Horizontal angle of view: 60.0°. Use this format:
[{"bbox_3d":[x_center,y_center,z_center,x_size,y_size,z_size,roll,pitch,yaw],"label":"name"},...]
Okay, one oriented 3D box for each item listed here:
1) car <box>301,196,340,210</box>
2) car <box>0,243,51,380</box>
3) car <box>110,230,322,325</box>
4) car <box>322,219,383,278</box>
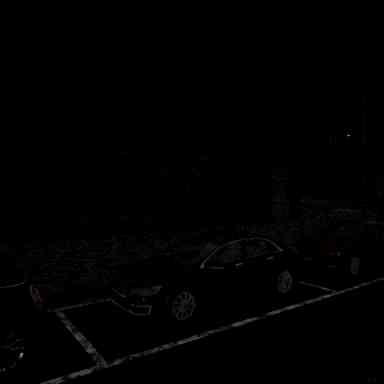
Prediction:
[{"bbox_3d":[13.737,1.125,36.346,1.812,1.442,4.674,0,1,-36],"label":"car"},{"bbox_3d":[-3.960,1.440,3.827,4.097,1.590,1.967,0,0,-35],"label":"car"},{"bbox_3d":[0.485,1.551,6.993,4.403,1.369,2.008,0,0,-35],"label":"car"},{"bbox_3d":[4.930,1.545,10.159,4.507,1.381,1.887,0,0,-35],"label":"car"}]
